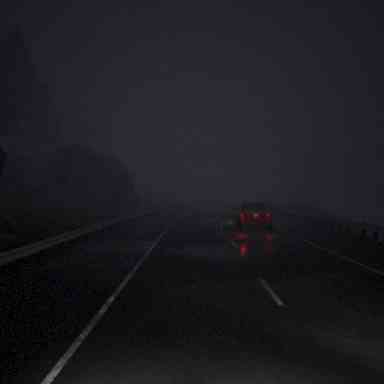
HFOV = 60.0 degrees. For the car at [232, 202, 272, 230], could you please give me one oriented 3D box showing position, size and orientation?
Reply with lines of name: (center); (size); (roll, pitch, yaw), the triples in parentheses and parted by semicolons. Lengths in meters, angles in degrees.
car: (3.895, 1.436, 22.151); (2.097, 1.767, 4.553); (0, 0, 2)
